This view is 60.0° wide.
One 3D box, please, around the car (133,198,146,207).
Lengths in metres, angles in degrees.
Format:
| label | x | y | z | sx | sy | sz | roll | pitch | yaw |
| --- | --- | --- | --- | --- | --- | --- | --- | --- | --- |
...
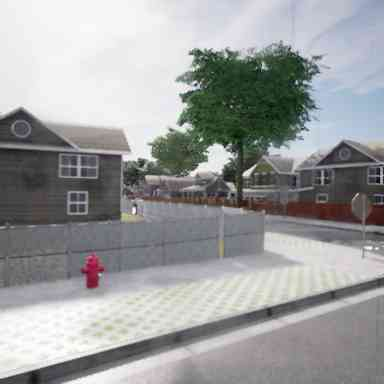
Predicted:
| label | x | y | z | sx | sy | sz | roll | pitch | yaw |
| --- | --- | --- | --- | --- | --- | --- | --- | --- | --- |
| car | -8.524 | 1.807 | 54.722 | 1.837 | 1.490 | 4.892 | 1 | 0 | -23 |
